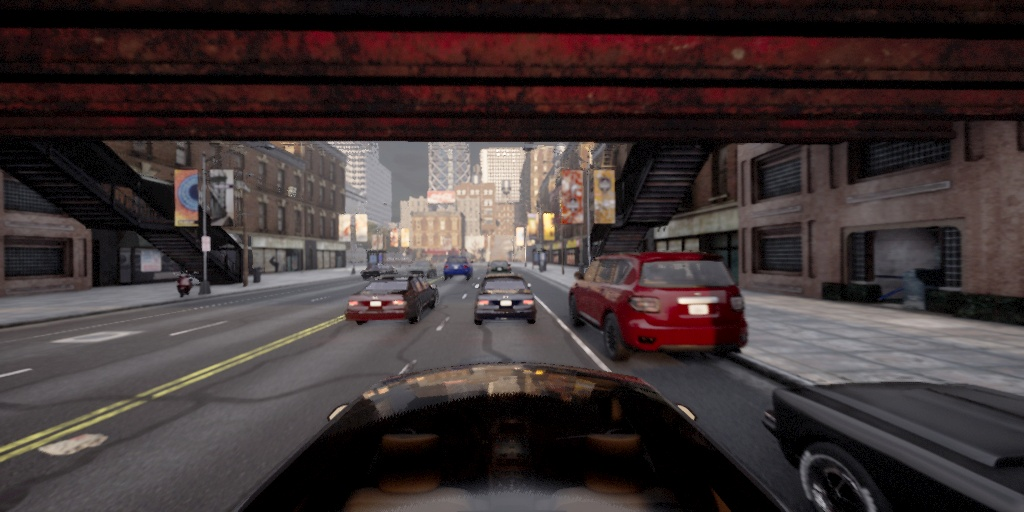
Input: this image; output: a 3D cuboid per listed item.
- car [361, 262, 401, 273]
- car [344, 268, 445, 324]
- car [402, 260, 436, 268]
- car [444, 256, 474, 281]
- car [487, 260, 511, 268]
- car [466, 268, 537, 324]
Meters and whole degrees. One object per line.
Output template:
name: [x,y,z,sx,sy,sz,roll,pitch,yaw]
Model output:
car: [-11.848,1.461,32.210,1.895,1.301,4.718,-1,0,-2]
car: [-3.777,1.332,12.149,2.033,1.411,5.357,-1,0,-2]
car: [-8.396,1.177,33.430,2.097,1.767,4.553,-1,0,-2]
car: [-4.615,1.009,31.449,2.150,2.045,5.566,-1,0,-2]
car: [-1.138,1.104,32.070,2.097,1.767,4.553,-1,0,-2]
car: [-0.267,1.297,12.009,2.033,1.411,5.357,-1,0,-2]
